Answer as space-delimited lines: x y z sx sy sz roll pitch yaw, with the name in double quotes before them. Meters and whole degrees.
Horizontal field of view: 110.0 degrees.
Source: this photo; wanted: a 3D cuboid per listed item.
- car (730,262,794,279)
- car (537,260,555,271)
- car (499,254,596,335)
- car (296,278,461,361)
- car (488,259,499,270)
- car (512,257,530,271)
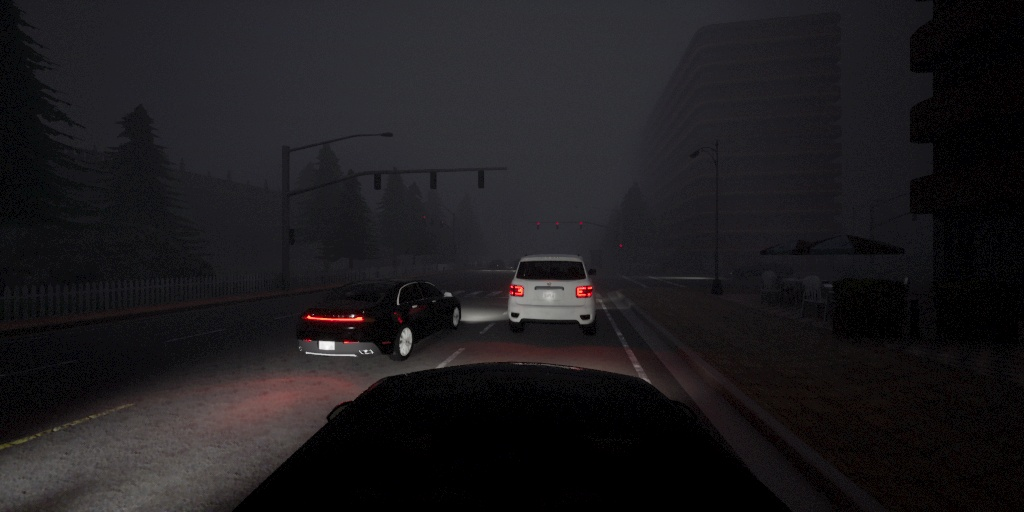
"car" 22.456 1.297 32.327 4.902 1.511 2.128 0 0 10
"car" 4.881 1.297 50.884 2.033 1.411 5.357 0 0 10
"car" 1.319 0.971 10.727 2.150 2.045 5.566 0 0 10
"car" -2.662 1.255 8.394 1.837 1.490 4.892 0 0 10
"car" -2.211 1.255 52.106 1.837 1.490 4.892 0 0 10
"car" 1.378 1.101 51.177 2.097 1.767 4.553 0 0 8
